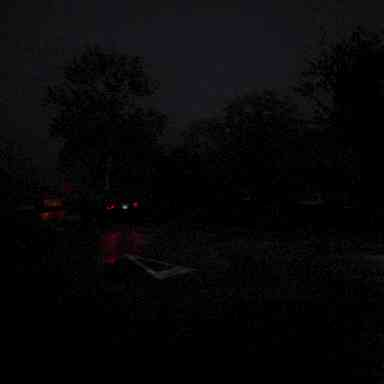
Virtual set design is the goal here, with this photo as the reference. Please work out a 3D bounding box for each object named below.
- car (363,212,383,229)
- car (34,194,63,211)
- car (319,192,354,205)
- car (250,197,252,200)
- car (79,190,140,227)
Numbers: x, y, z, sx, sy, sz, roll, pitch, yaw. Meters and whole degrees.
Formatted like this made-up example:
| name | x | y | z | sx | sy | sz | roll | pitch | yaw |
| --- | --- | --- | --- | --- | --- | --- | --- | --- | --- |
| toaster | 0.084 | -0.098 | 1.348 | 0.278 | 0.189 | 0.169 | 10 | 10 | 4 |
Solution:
| name | x | y | z | sx | sy | sz | roll | pitch | yaw |
| --- | --- | --- | --- | --- | --- | --- | --- | --- | --- |
| car | 12.001 | 1.430 | 18.348 | 2.002 | 1.452 | 4.674 | 0 | 0 | -35 |
| car | -14.519 | 0.959 | 33.499 | 1.882 | 1.535 | 5.008 | -4 | 3 | -36 |
| car | 20.124 | 0.793 | 46.610 | 2.097 | 1.767 | 4.553 | -4 | 3 | -36 |
| car | 11.526 | 0.985 | 52.895 | 1.895 | 1.301 | 4.718 | -4 | 3 | -38 |
| car | -5.274 | 0.901 | 20.808 | 2.150 | 2.045 | 5.566 | -4 | 3 | -35 |
